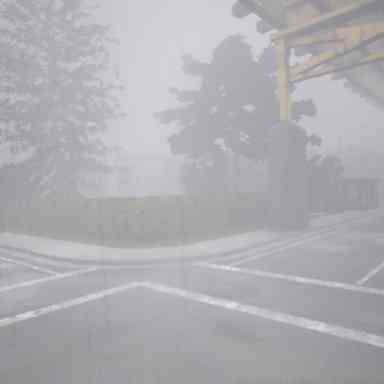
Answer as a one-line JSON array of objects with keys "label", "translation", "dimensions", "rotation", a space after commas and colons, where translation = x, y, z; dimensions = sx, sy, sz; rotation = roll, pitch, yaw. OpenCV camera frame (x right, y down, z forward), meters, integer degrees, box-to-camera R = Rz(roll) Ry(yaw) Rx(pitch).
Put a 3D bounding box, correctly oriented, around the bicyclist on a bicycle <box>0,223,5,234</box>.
[{"label": "bicyclist on a bicycle", "translation": [-12.110, 1.764, 19.958], "dimensions": [0.582, 1.620, 1.656], "rotation": [-2, 0, 42]}]
